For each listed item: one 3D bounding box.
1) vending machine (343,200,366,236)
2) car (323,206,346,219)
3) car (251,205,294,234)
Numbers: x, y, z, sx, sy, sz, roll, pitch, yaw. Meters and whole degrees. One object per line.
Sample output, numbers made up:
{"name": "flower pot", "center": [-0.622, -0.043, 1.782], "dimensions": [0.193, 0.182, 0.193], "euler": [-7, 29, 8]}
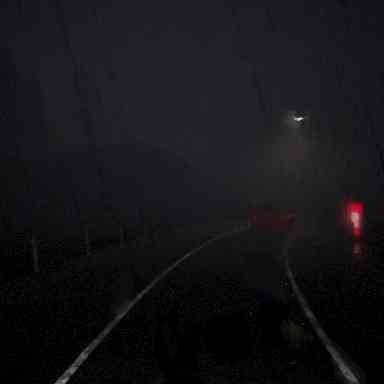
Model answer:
{"name": "vending machine", "center": [10.572, 1.690, 21.609], "dimensions": [1.100, 2.100, 0.880], "euler": [7, 6, 27]}
{"name": "car", "center": [17.014, 2.333, 38.323], "dimensions": [5.357, 1.411, 2.033], "euler": [3, 1, -44]}
{"name": "car", "center": [5.368, 1.637, 21.765], "dimensions": [2.097, 1.767, 4.553], "euler": [2, 0, 23]}
